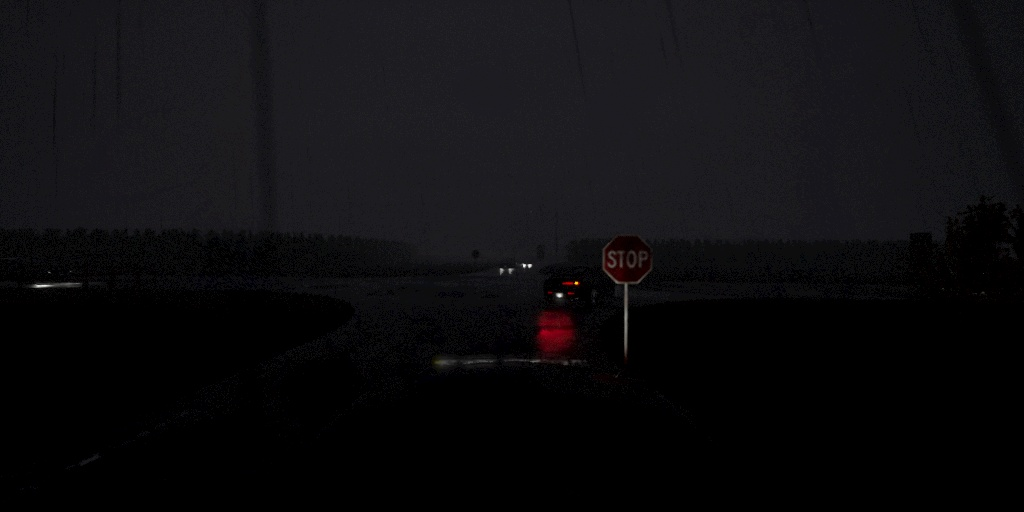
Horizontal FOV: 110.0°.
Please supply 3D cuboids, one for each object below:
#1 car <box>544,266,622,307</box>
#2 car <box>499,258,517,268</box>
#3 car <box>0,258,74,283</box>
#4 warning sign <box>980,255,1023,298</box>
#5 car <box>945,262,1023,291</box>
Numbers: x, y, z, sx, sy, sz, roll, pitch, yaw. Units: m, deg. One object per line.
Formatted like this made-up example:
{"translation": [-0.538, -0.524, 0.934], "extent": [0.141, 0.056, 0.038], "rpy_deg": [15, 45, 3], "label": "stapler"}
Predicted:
{"translation": [3.086, 1.157, 15.062], "extent": [1.837, 1.490, 4.892], "rpy_deg": [-2, -1, 34], "label": "car"}
{"translation": [-0.484, 0.936, 49.598], "extent": [2.033, 1.411, 5.357], "rpy_deg": [0, 0, 9], "label": "car"}
{"translation": [-30.357, 0.878, 22.347], "extent": [4.892, 1.490, 1.837], "rpy_deg": [0, 0, 3], "label": "car"}
{"translation": [21.210, 0.887, 15.408], "extent": [1.060, 1.860, 1.300], "rpy_deg": [0, 0, 6], "label": "warning sign"}
{"translation": [29.527, 1.141, 21.716], "extent": [4.553, 1.767, 2.097], "rpy_deg": [0, 0, 6], "label": "car"}
